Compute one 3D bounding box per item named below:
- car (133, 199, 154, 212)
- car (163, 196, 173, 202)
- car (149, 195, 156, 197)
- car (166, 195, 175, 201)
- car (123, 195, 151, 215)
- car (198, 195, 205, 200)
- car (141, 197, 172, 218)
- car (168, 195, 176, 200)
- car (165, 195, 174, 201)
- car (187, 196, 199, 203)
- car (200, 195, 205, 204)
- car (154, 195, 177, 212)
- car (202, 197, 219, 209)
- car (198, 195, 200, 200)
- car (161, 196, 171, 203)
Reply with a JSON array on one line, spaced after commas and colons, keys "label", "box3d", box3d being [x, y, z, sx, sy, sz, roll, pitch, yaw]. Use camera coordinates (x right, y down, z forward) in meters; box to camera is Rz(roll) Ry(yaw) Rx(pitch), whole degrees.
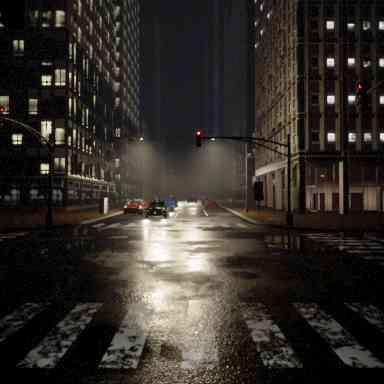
[{"label": "car", "box3d": [-5.696, 1.597, 39.297, 1.802, 1.307, 4.206, 1, 0, 0]}, {"label": "car", "box3d": [-5.713, 1.582, 78.323, 2.008, 1.369, 4.403, 1, 0, 0]}, {"label": "car", "box3d": [-5.693, 1.332, 44.872, 2.192, 1.841, 5.009, 1, 0, 0]}, {"label": "car", "box3d": [-5.719, 1.587, 89.473, 2.008, 1.369, 4.403, 1, 0, 0]}, {"label": "car", "box3d": [-5.690, 1.453, 33.722, 1.967, 1.590, 4.097, 1, 0, 0]}, {"label": "car", "box3d": [2.659, 1.583, 95.134, 1.887, 1.381, 4.507, 1, 0, 0]}, {"label": "car", "box3d": [-3.113, 1.516, 30.304, 1.837, 1.490, 4.892, 0, 0, 0]}, {"label": "car", "box3d": [-5.722, 1.605, 95.048, 1.947, 1.339, 4.313, 1, 0, 0]}, {"label": "car", "box3d": [-5.716, 1.578, 83.898, 1.887, 1.381, 4.507, 1, 0, 0]}, {"label": "car", "box3d": [0.043, 1.589, 70.996, 1.994, 1.385, 4.181, 0, 0, 0]}, {"label": "car", "box3d": [2.678, 1.547, 56.264, 1.752, 1.417, 4.829, 1, 0, 0]}, {"label": "car", "box3d": [-3.116, 1.493, 39.810, 1.882, 1.535, 5.008, 0, 0, 0]}, {"label": "car", "box3d": [2.682, 1.599, 44.938, 1.802, 1.307, 4.206, 1, 0, 0]}, {"label": "car", "box3d": [2.675, 1.590, 61.671, 1.947, 1.339, 4.313, 1, 0, 0]}, {"label": "car", "box3d": [-5.711, 1.573, 72.748, 1.887, 1.381, 4.507, 1, 0, 0]}]
